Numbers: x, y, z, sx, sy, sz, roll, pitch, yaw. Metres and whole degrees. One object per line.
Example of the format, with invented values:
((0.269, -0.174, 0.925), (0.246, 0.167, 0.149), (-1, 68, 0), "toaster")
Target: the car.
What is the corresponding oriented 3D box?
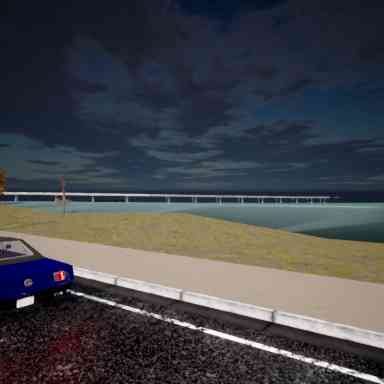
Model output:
((-4.669, 1.601, 7.006), (4.718, 1.301, 1.895), (0, 0, 35), "car")
